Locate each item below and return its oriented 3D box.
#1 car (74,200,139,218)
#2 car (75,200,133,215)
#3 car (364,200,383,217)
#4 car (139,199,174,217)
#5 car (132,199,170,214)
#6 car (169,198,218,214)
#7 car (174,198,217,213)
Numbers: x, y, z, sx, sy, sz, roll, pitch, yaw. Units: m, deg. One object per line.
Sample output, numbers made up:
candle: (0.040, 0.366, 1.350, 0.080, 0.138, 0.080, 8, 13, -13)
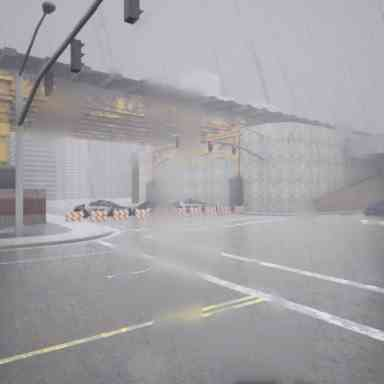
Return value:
car: (-7.509, 1.453, 28.824, 4.974, 1.542, 2.038, 0, 0, 8)
car: (-7.560, 1.295, 28.831, 4.536, 1.218, 1.853, 0, 0, 8)
car: (17.553, 1.477, 30.231, 5.008, 1.535, 1.882, 0, 0, -37)
car: (-3.766, 1.453, 31.511, 2.038, 1.542, 4.974, 0, 0, 18)
car: (-3.750, 1.295, 31.561, 1.853, 1.218, 4.536, 0, 0, 18)
car: (0.142, 1.453, 35.273, 4.974, 1.542, 2.038, 0, 0, -7)
car: (0.091, 1.295, 35.267, 4.536, 1.218, 1.853, 0, 0, -7)
